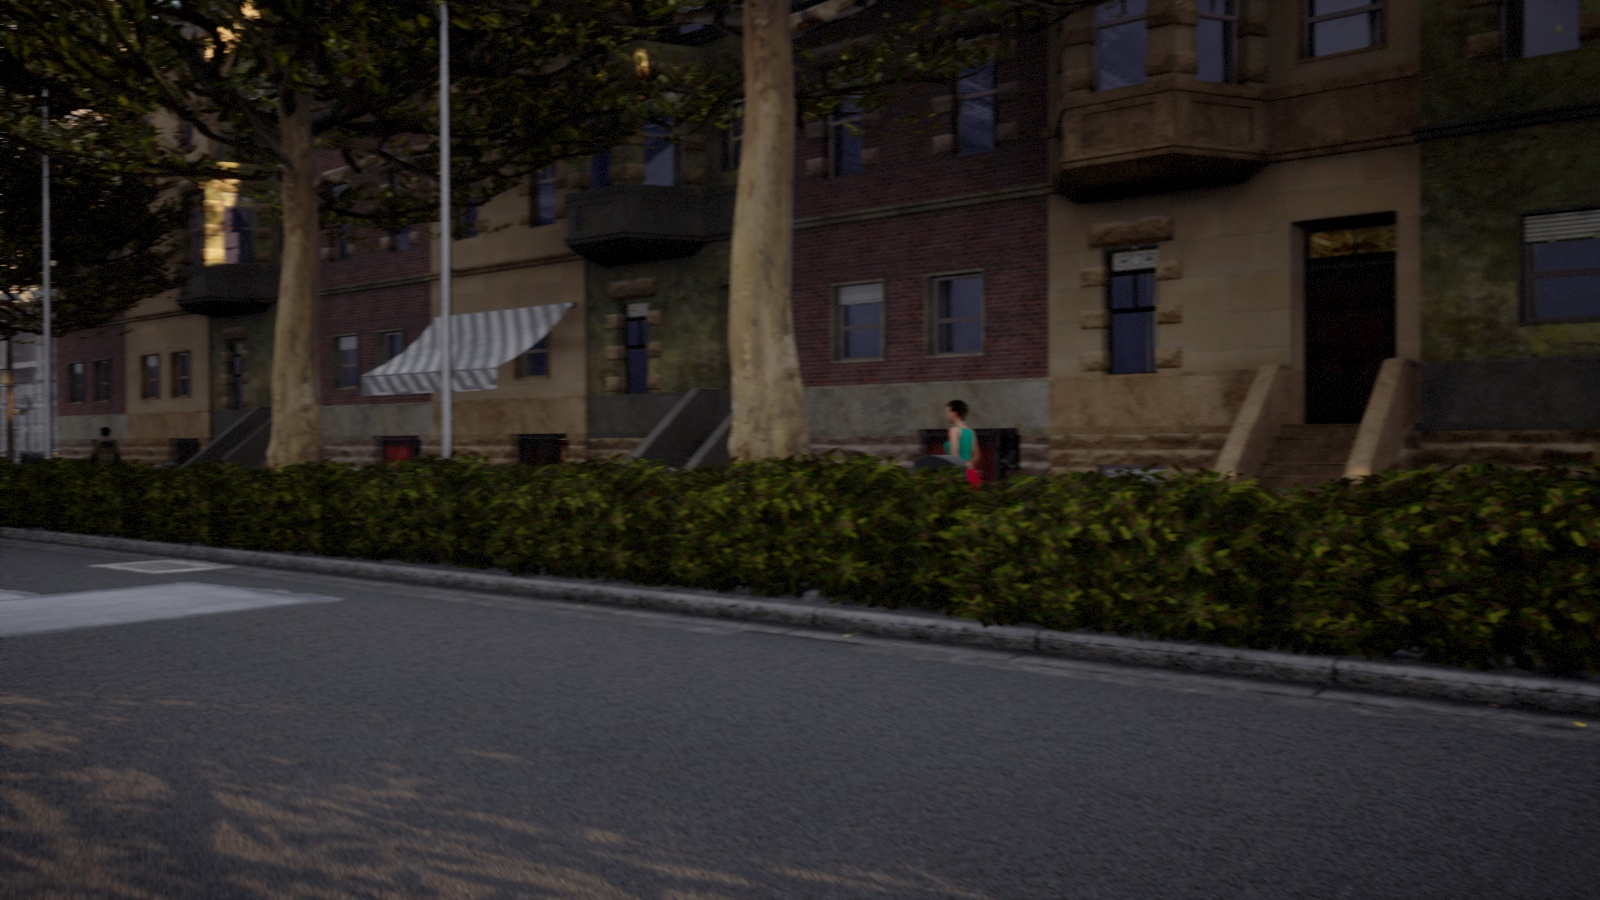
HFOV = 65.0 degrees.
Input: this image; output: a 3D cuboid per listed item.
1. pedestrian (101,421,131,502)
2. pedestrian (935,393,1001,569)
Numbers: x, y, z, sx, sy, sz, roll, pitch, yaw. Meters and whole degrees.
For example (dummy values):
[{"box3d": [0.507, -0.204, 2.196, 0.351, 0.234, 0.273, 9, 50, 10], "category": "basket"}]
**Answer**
[{"box3d": [-16.538, 0.275, 30.374, 0.692, 1.930, 0.396, 0, 0, 39], "category": "pedestrian"}, {"box3d": [1.790, 0.322, 13.391, 0.594, 1.836, 0.345, 0, 0, 38], "category": "pedestrian"}]
